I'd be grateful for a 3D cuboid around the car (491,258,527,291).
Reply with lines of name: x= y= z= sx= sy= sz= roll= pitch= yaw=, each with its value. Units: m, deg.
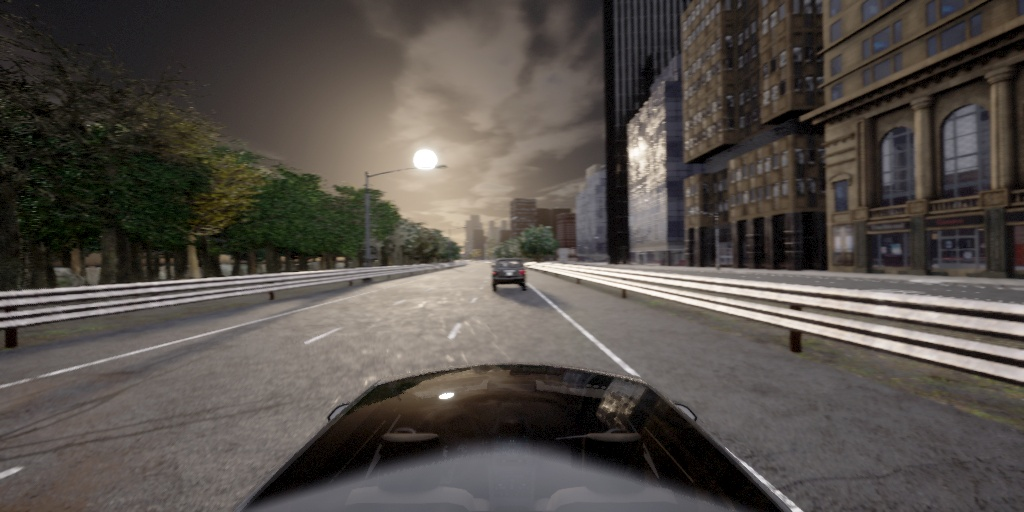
car: x=-0.224 y=1.152 z=24.083 sx=2.150 sy=2.045 sz=5.566 roll=-1 pitch=0 yaw=-2
